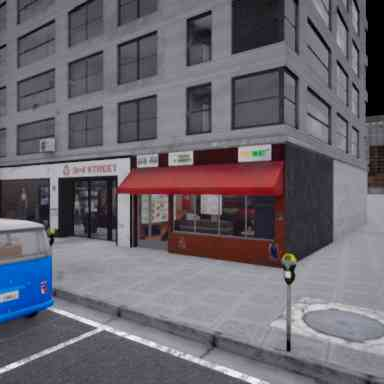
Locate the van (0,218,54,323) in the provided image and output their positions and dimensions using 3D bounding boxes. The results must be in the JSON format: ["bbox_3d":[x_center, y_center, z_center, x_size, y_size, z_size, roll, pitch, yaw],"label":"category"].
[{"bbox_3d":[-4.258,1.340,6.093,3.998,1.788,1.690,0,0,35],"label":"van"}]
